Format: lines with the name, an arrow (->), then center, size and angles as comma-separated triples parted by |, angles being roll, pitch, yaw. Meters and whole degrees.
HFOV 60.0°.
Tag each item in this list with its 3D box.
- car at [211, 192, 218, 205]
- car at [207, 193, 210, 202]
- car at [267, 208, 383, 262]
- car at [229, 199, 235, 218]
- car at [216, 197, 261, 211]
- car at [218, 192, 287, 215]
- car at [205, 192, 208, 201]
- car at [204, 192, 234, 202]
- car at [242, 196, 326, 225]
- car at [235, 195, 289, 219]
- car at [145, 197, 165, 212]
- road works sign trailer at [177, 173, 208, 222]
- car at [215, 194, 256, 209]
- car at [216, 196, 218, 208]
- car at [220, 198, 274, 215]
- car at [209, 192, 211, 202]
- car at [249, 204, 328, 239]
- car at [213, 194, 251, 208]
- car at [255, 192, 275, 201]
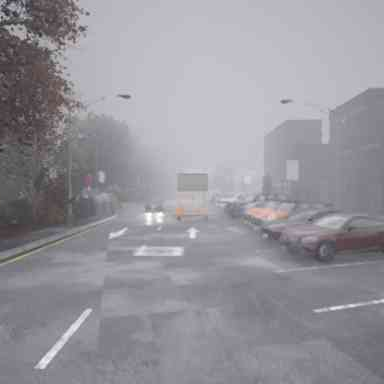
car -> 5.395, 1.089, 35.686 | 5.566, 2.045, 2.435 | 1, 0, -20
car -> 5.482, 1.310, 53.722 | 5.008, 1.535, 2.097 | 1, 0, -20
car -> 5.321, 1.468, 11.683 | 4.674, 1.452, 2.002 | 1, 1, -20
car -> 5.358, 1.418, 23.692 | 4.674, 1.452, 2.002 | 1, 0, -20
car -> 5.406, 1.364, 38.687 | 4.792, 1.488, 2.163 | 1, 0, -20
car -> 5.365, 1.116, 26.669 | 5.566, 2.045, 2.435 | 1, 1, -20
car -> 5.331, 1.295, 62.666 | 5.366, 1.575, 1.946 | 1, 0, -20
car -> 5.531, 1.042, 68.759 | 5.566, 2.045, 2.435 | 1, 0, -20
car -> 5.370, 1.276, 17.694 | 4.553, 1.767, 2.185 | 1, 1, -20
car -> 5.382, 1.264, 20.695 | 4.553, 1.767, 2.185 | 1, 0, -20
car -> -3.993, 1.345, 36.554 | 2.128, 1.511, 4.902 | 0, 0, 0
road works sign trailer -> 0.044, 0.350, 25.408 | 2.380, 3.560, 2.880 | 0, 0, 0
car -> 5.414, 1.202, 41.700 | 4.553, 1.767, 2.185 | 1, 0, -20
car -> 5.215, 1.352, 29.628 | 5.366, 1.575, 1.946 | 1, 0, -20
car -> 5.375, 1.379, 32.685 | 4.792, 1.488, 2.163 | 1, 0, -20
car -> 5.515, 1.189, 50.719 | 4.553, 1.767, 2.185 | 1, 0, -20
car -> 5.299, 1.443, 14.675 | 4.792, 1.488, 2.163 | 1, 1, -20
car -> 5.427, 1.197, 44.702 | 4.553, 1.767, 2.185 | 1, 0, -20
car -> 18.526, 1.034, 84.728 | 2.435, 2.045, 5.566 | 0, 1, -21
